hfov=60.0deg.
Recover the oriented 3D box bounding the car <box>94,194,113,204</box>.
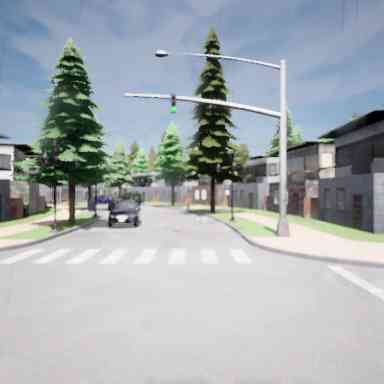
[{"bbox_3d":[-15.388,1.201,58.541,2.097,1.767,4.553,0,0,-44],"label":"car"}]

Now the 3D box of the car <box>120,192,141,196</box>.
[{"bbox_3d":[-9.427,1.082,50.086,2.150,2.045,5.566,0,0,-34],"label":"car"}]

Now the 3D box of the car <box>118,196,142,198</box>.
[{"bbox_3d":[-5.890,1.428,31.330,1.812,1.442,4.674,0,0,-14],"label":"car"}]

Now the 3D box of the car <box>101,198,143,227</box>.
[{"bbox_3d":[-4.387,1.415,22.115,2.128,1.511,4.902,0,0,-5],"label":"car"}]

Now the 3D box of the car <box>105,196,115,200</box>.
[{"bbox_3d":[-9.043,1.484,40.952,1.895,1.301,4.718,0,0,-23],"label":"car"}]
